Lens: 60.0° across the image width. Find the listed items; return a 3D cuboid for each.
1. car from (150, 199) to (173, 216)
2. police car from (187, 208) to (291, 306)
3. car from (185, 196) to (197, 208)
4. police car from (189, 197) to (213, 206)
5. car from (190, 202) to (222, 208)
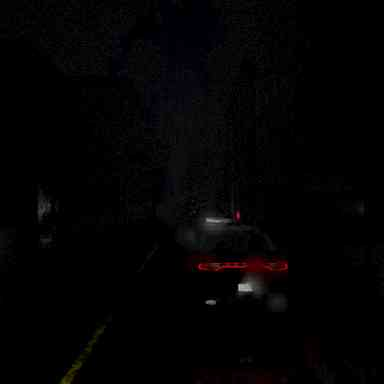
[{"bbox_3d":[-2.925,1.500,32.898,1.837,1.490,4.892,0,0,0],"label":"car"},{"bbox_3d":[0.918,1.425,8.252,1.930,1.638,5.238,0,0,0],"label":"police car"},{"bbox_3d":[0.147,1.345,47.917,2.097,1.767,4.553,0,0,1],"label":"car"},{"bbox_3d":[0.955,1.422,24.252,1.930,1.638,5.238,0,0,0],"label":"police car"},{"bbox_3d":[0.941,1.503,18.142,1.837,1.490,4.892,0,0,0],"label":"car"}]
